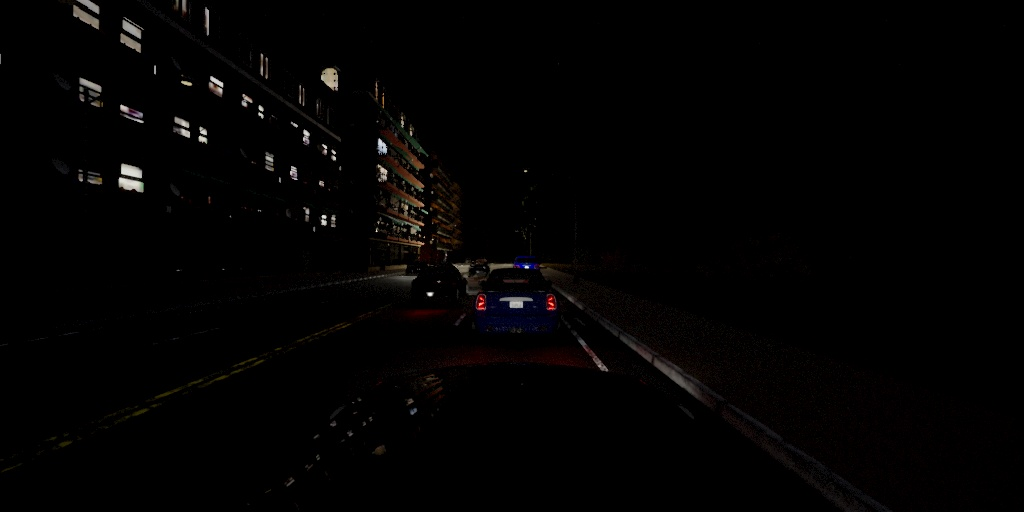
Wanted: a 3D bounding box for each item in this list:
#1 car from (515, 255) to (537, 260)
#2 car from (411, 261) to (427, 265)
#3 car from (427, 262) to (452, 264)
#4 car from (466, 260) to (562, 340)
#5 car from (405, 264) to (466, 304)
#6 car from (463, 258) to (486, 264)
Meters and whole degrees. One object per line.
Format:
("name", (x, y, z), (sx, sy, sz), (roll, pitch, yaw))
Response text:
("car", (1.135, 0.976, 30.053), (2.150, 2.045, 5.566), (0, 0, 0))
("car", (-9.855, 1.255, 37.949), (1.837, 1.490, 4.892), (0, 0, 0))
("car", (-6.604, 1.276, 34.819), (1.812, 1.442, 4.674), (0, 0, 0))
("car", (0.097, 1.103, 10.099), (2.097, 1.767, 4.553), (0, 0, 0))
("car", (-3.153, 1.251, 16.232), (1.837, 1.490, 4.892), (0, -1, 0))
("car", (-3.153, 1.242, 35.235), (2.128, 1.511, 4.902), (0, 0, 0))
